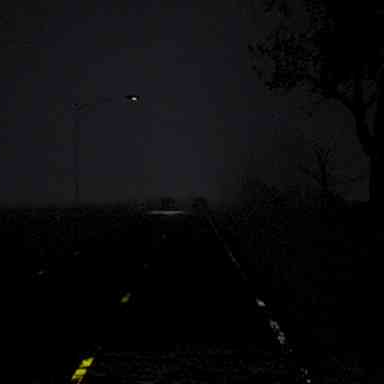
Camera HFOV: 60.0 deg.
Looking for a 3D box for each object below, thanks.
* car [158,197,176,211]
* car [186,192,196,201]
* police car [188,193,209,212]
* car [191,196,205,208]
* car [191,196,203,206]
[{"bbox_3d":[-2.858,1.346,38.950,1.882,1.535,5.008,0,0,0],"label":"car"},{"bbox_3d":[-0.029,0.912,70.590,2.150,2.045,5.566,0,0,0],"label":"car"},{"bbox_3d":[0.810,1.299,36.934,1.930,1.638,5.238,0,0,0],"label":"police car"},{"bbox_3d":[0.805,1.354,46.824,1.837,1.490,4.892,0,0,0],"label":"car"},{"bbox_3d":[0.803,1.340,52.824,1.837,1.490,4.892,0,0,0],"label":"car"}]
